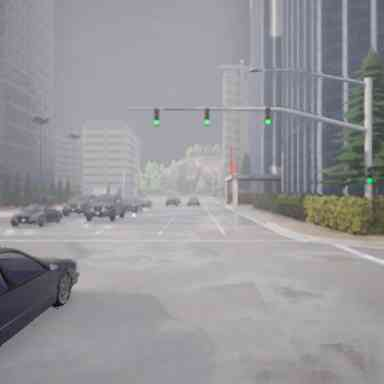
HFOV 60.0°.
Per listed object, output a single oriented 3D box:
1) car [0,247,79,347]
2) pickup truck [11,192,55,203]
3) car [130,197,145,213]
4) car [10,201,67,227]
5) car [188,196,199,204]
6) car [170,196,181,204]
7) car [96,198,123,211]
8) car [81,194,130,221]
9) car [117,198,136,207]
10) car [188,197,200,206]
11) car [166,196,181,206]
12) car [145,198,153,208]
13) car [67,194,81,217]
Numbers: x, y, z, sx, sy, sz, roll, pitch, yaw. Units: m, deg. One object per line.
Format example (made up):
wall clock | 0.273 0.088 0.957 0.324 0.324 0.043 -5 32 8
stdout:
car | -3.406 1.551 4.912 2.033 1.411 5.357 0 0 0
pickup truck | -23.370 1.096 49.090 2.390 2.098 6.274 0 0 31
car | -6.932 1.378 37.393 2.097 1.767 4.553 0 0 1
car | -10.576 1.581 22.880 1.994 1.385 4.181 0 0 1
car | 0.385 1.589 64.079 2.033 1.411 5.357 0 0 1
car | -3.115 1.568 64.096 1.812 1.442 4.674 0 0 1
car | -10.364 1.521 42.161 2.128 1.511 4.902 0 0 1
car | -7.040 1.241 27.643 2.150 2.045 5.566 0 0 1
car | -10.221 1.600 52.140 1.994 1.385 4.181 0 0 1
car | 0.305 1.599 54.303 1.994 1.385 4.181 0 0 1
car | -3.196 1.541 53.927 1.837 1.490 4.892 0 0 1
car | -6.765 1.596 47.438 1.994 1.385 4.181 0 0 1
car | -10.487 1.245 32.214 2.150 2.045 5.566 0 0 1
